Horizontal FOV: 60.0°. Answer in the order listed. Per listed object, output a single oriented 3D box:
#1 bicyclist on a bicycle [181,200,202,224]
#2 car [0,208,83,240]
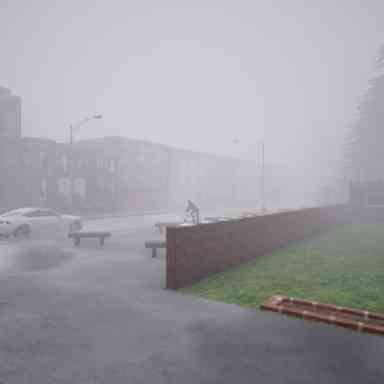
[{"bbox_3d":[-0.031,1.340,20.852,1.656,1.620,0.582,0,0,35],"label":"bicyclist on a bicycle"},{"bbox_3d":[-7.866,1.526,17.099,1.812,1.442,4.674,0,0,35],"label":"car"}]
